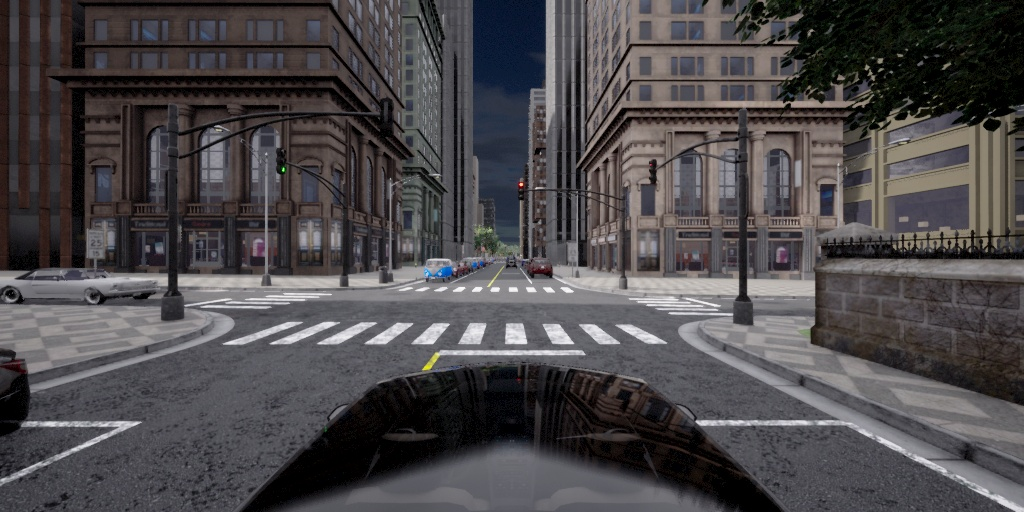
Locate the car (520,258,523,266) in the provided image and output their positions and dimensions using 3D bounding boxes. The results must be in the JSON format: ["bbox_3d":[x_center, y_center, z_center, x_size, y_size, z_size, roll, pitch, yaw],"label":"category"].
[{"bbox_3d":[2.655,1.352,55.713,2.007,1.370,4.403,0,0,0],"label":"car"}]

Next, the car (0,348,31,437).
[{"bbox_3d":[-5.763,1.316,1.827,1.948,1.339,4.313,0,0,0],"label":"car"}]

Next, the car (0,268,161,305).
[{"bbox_3d":[-16.565,1.120,13.728,4.718,1.301,1.895,1,0,0],"label":"car"}]

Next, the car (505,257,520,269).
[{"bbox_3d":[-0.063,1.312,59.140,1.837,1.490,4.892,0,0,1],"label":"car"}]

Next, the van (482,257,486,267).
[{"bbox_3d":[-5.881,1.151,61.130,1.690,1.789,3.998,0,0,0],"label":"van"}]

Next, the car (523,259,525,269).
[{"bbox_3d":[2.688,1.092,39.391,2.192,1.841,5.009,0,0,0],"label":"car"}]

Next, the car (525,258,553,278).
[{"bbox_3d":[2.698,1.085,33.950,2.192,1.841,5.009,0,0,0],"label":"car"}]

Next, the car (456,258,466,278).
[{"bbox_3d":[-5.827,1.210,33.924,1.967,1.591,4.097,0,0,0],"label":"car"}]

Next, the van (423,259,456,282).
[{"bbox_3d":[-5.816,1.105,28.484,1.690,1.789,3.998,0,0,0],"label":"van"}]

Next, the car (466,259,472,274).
[{"bbox_3d":[-5.838,1.322,39.365,1.888,1.381,4.507,0,0,0],"label":"car"}]

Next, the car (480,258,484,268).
[{"bbox_3d":[-5.870,1.347,55.689,1.888,1.381,4.507,0,0,0],"label":"car"}]

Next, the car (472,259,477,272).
[{"bbox_3d":[-5.849,1.351,44.806,1.948,1.339,4.313,0,0,0],"label":"car"}]

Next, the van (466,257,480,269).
[{"bbox_3d":[-5.860,1.134,50.248,1.690,1.789,3.998,0,0,0],"label":"van"}]
